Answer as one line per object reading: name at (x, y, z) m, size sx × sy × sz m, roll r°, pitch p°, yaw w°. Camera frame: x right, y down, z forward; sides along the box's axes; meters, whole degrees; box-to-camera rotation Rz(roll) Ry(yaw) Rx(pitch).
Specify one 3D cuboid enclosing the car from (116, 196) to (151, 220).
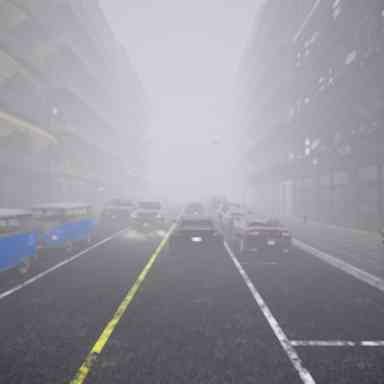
car at (-5.122, 1.348, 29.998) m, size 2.192 × 1.841 × 5.009 m, roll 2°, pitch 0°, yaw 0°

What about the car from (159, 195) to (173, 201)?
car at (-4.959, 1.429, 57.650) m, size 2.192 × 1.841 × 5.009 m, roll 1°, pitch 0°, yaw 0°

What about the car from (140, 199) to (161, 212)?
car at (-5.063, 1.625, 41.060) m, size 1.947 × 1.339 × 4.313 m, roll 2°, pitch 0°, yaw 0°

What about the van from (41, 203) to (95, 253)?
van at (-5.222, 1.344, 13.408) m, size 1.690 × 1.788 × 3.998 m, roll 2°, pitch 0°, yaw 0°

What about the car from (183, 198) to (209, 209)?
car at (0.272, 1.549, 30.359) m, size 1.837 × 1.490 × 4.892 m, roll 0°, pitch 0°, yaw 0°

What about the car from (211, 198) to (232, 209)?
car at (2.729, 1.478, 24.361) m, size 1.967 × 1.590 × 4.097 m, roll 1°, pitch 0°, yaw 0°

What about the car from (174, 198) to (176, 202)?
car at (-4.834, 1.796, 79.774) m, size 1.802 × 1.307 × 4.206 m, roll 1°, pitch 0°, yaw 0°

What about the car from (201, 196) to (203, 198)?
car at (2.881, 1.712, 57.548) m, size 1.802 × 1.307 × 4.206 m, roll 1°, pitch 0°, yaw 0°

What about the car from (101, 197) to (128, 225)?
car at (-5.155, 1.337, 24.468) m, size 2.192 × 1.841 × 5.009 m, roll 2°, pitch 0°, yaw 0°

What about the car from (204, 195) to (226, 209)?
car at (2.756, 1.376, 35.423) m, size 2.192 × 1.841 × 5.009 m, roll 1°, pitch 0°, yaw 0°

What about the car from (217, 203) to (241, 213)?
car at (2.686, 1.572, 18.829) m, size 1.887 × 1.381 × 4.507 m, roll 1°, pitch 0°, yaw 0°

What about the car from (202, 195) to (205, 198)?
car at (2.818, 1.532, 46.486) m, size 1.967 × 1.590 × 4.097 m, roll 1°, pitch 0°, yaw 0°

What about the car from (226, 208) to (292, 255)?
car at (2.653, 1.563, 13.299) m, size 1.887 × 1.381 × 4.507 m, roll 1°, pitch 0°, yaw 0°

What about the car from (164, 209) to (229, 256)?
car at (0.169, 1.577, 13.271) m, size 1.994 × 1.385 × 4.181 m, roll 0°, pitch 0°, yaw 0°

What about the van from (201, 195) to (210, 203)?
van at (2.984, 1.543, 74.142) m, size 1.690 × 1.788 × 3.998 m, roll 1°, pitch 0°, yaw 0°

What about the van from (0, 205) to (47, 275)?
van at (-5.254, 1.336, 7.876) m, size 1.690 × 1.788 × 3.998 m, roll 2°, pitch 0°, yaw 0°

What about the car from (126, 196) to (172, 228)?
car at (-2.711, 1.374, 22.031) m, size 2.097 × 1.767 × 4.553 m, roll 0°, pitch 0°, yaw 1°
